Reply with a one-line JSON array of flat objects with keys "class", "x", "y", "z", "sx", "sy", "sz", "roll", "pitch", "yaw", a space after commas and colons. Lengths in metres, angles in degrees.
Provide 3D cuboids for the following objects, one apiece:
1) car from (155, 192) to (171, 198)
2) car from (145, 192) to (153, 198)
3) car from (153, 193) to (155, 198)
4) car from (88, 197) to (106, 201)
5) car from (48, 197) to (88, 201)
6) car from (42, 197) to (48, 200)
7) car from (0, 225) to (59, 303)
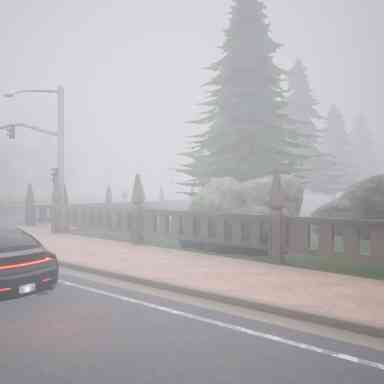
[{"class": "car", "x": -4.301, "y": 0.977, "z": 63.404, "sx": 1.812, "sy": 1.442, "sz": 4.674, "roll": 0, "pitch": 4, "yaw": 36}, {"class": "car", "x": -9.397, "y": 0.889, "z": 68.275, "sx": 1.837, "sy": 1.490, "sz": 4.892, "roll": 0, "pitch": 4, "yaw": 36}, {"class": "car", "x": -5.106, "y": 0.731, "z": 68.258, "sx": 2.128, "sy": 1.511, "sz": 4.902, "roll": 0, "pitch": 5, "yaw": 35}, {"class": "car", "x": -15.528, "y": 1.533, "z": 53.756, "sx": 2.033, "sy": 1.411, "sz": 5.357, "roll": 0, "pitch": 0, "yaw": 35}, {"class": "car", "x": -16.994, "y": 1.564, "z": 45.679, "sx": 1.994, "sy": 1.385, "sz": 4.181, "roll": 0, "pitch": 0, "yaw": 36}, {"class": "car", "x": -21.778, "y": 1.504, "z": 51.021, "sx": 1.837, "sy": 1.490, "sz": 4.892, "roll": 0, "pitch": 0, "yaw": 36}, {"class": "car", "x": -4.960, "y": 1.505, "z": 7.473, "sx": 4.892, "sy": 1.490, "sz": 1.837, "roll": 0, "pitch": 0, "yaw": 36}]
